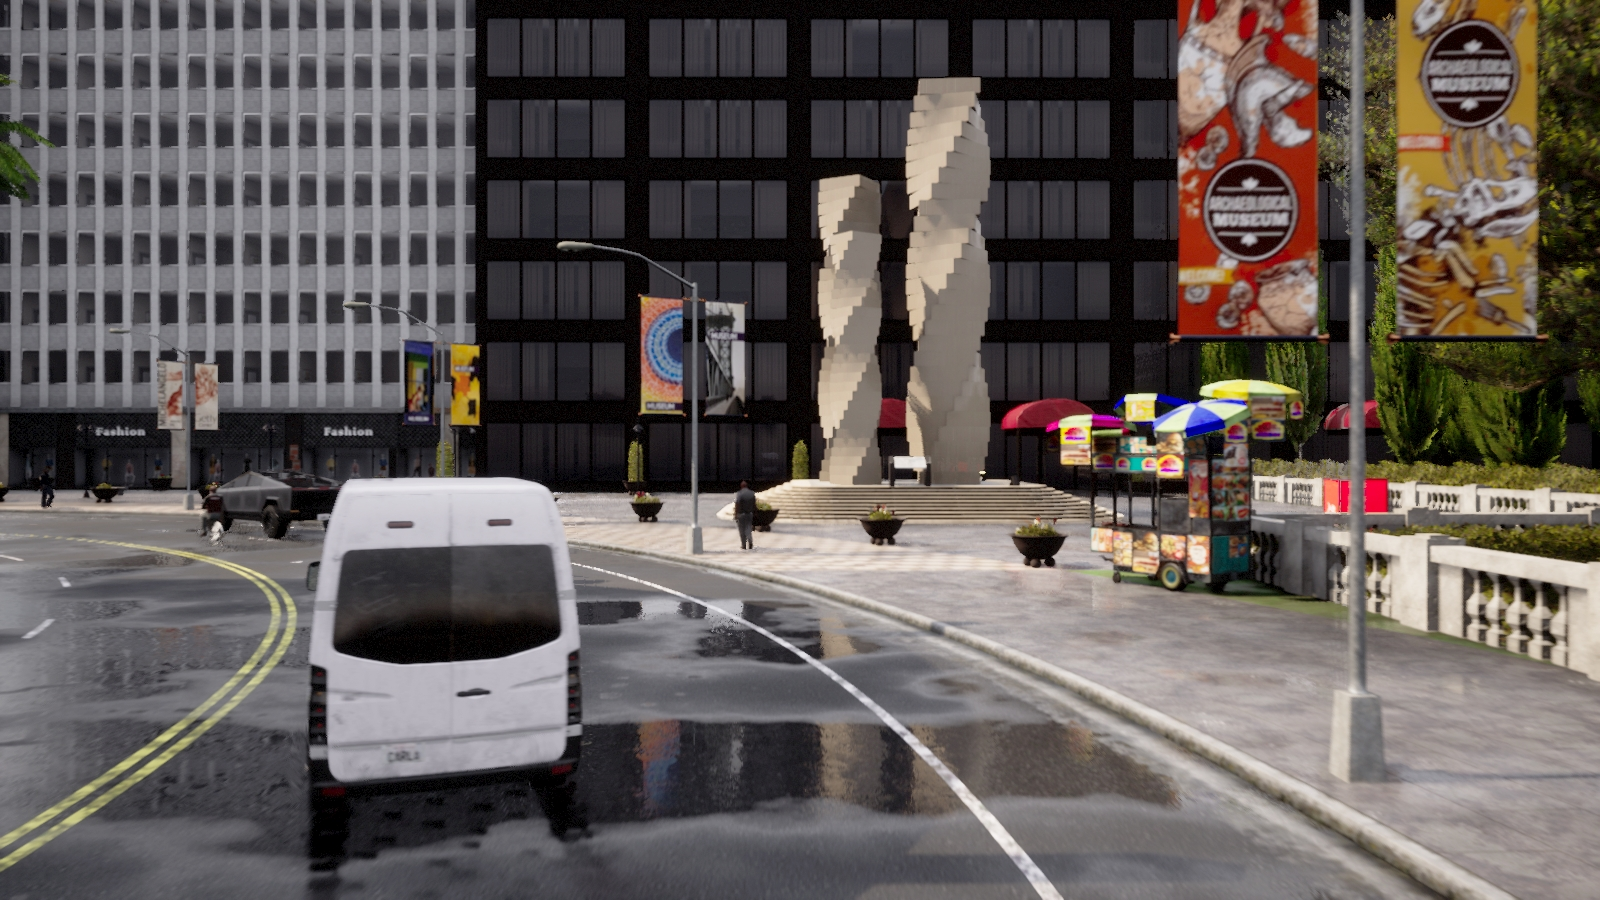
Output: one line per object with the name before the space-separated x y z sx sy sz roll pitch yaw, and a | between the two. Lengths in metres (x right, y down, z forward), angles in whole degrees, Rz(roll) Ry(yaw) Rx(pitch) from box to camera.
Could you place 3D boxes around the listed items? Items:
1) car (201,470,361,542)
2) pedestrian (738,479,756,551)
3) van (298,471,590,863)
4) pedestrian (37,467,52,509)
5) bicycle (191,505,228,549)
car | -17.274 1.754 37.864 6.274 2.098 2.390 0 0 41
pedestrian | -1.393 1.698 30.026 0.375 1.860 0.375 0 0 -27
van | -3.539 1.535 10.908 1.988 2.561 5.915 0 0 -21
pedestrian | -33.718 1.699 50.986 0.375 1.860 0.375 0 0 15
bicycle | -17.055 2.211 32.990 1.835 1.171 0.329 0 1 43
